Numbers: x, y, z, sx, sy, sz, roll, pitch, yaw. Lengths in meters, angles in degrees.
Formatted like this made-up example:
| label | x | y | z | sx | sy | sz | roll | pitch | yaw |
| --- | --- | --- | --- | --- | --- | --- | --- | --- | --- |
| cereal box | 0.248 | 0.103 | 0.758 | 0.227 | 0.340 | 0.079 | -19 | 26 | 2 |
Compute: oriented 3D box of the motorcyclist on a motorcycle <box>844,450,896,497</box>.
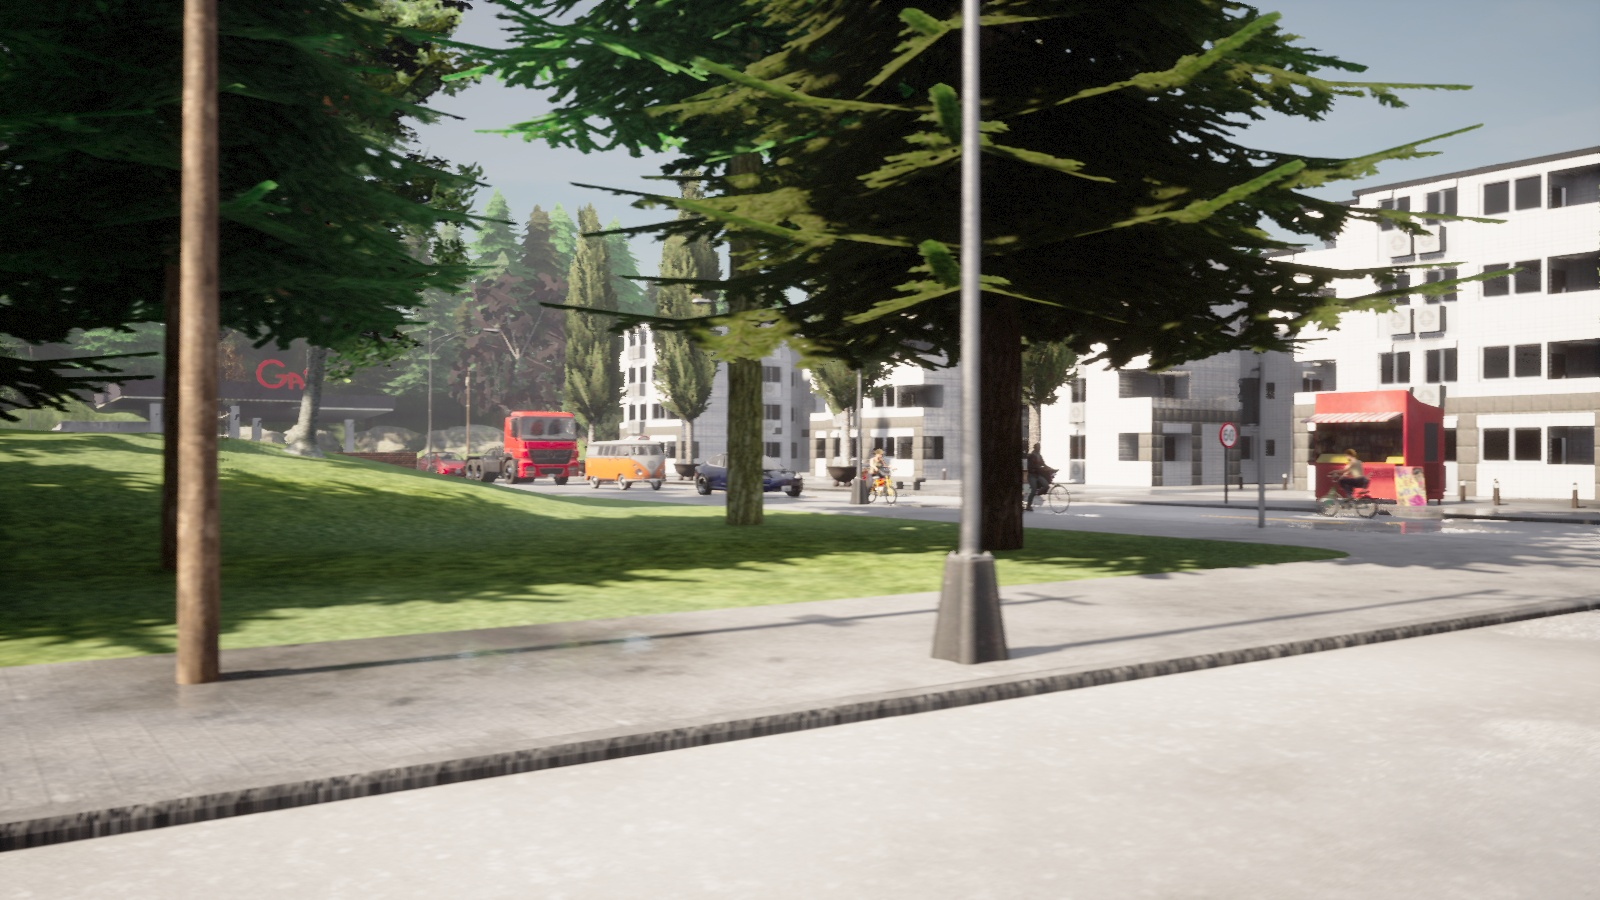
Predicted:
| label | x | y | z | sx | sy | sz | roll | pitch | yaw |
| --- | --- | --- | --- | --- | --- | --- | --- | --- | --- |
| motorcyclist on a motorcycle | 2.428 | 0.800 | 43.766 | 0.866 | 1.590 | 1.817 | 0 | 0 | -35 |

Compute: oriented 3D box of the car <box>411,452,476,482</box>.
| label | x | y | z | sx | sy | sz | roll | pitch | yaw |
| --- | --- | --- | --- | --- | --- | --- | --- | --- | --- |
| car | -19.389 | 0.900 | 68.184 | 2.007 | 1.525 | 4.514 | 0 | 0 | -35 |

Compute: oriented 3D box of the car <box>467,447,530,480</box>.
| label | x | y | z | sx | sy | sz | roll | pitch | yaw |
| --- | --- | --- | --- | --- | --- | --- | --- | --- | --- |
| car | -17.392 | 0.775 | 72.278 | 1.932 | 1.855 | 4.605 | 0 | 0 | -35 |

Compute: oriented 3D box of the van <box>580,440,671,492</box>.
| label | x | y | z | sx | sy | sz | roll | pitch | yaw |
| --- | --- | --- | --- | --- | --- | --- | --- | --- | --- |
| van | -7.052 | 0.636 | 50.398 | 1.775 | 1.987 | 4.442 | 0 | 0 | -35 |

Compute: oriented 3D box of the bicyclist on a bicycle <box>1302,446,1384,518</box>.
| label | x | y | z | sx | sy | sz | roll | pitch | yaw |
| --- | --- | --- | --- | --- | --- | --- | --- | --- | --- |
| bicyclist on a bicycle | 12.592 | 0.726 | 29.168 | 0.866 | 1.612 | 1.509 | 0 | 0 | -35 |

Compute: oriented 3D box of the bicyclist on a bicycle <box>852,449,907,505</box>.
| label | x | y | z | sx | sy | sz | roll | pitch | yaw |
| --- | --- | --- | --- | --- | --- | --- | --- | --- | --- |
| bicyclist on a bicycle | 2.318 | 0.767 | 36.927 | 0.866 | 1.612 | 1.509 | 0 | 0 | -35 |

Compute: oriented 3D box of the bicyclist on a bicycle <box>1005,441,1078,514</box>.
| label | x | y | z | sx | sy | sz | roll | pitch | yaw |
| --- | --- | --- | --- | --- | --- | --- | --- | --- | --- |
| bicyclist on a bicycle | 6.059 | 0.680 | 31.582 | 0.659 | 1.776 | 1.843 | 0 | 0 | -34 |

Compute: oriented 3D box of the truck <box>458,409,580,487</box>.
| label | x | y | z | sx | sy | sz | roll | pitch | yaw |
| --- | --- | --- | --- | --- | --- | --- | --- | --- | --- |
| truck | -13.461 | -0.063 | 59.622 | 2.891 | 3.462 | 7.936 | 0 | 0 | -35 |

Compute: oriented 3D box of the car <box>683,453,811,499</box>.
| label | x | y | z | sx | sy | sz | roll | pitch | yaw |
| --- | --- | --- | --- | --- | --- | --- | --- | --- | --- |
| car | -1.884 | 0.854 | 42.960 | 2.163 | 1.488 | 4.792 | 0 | 0 | -35 |
